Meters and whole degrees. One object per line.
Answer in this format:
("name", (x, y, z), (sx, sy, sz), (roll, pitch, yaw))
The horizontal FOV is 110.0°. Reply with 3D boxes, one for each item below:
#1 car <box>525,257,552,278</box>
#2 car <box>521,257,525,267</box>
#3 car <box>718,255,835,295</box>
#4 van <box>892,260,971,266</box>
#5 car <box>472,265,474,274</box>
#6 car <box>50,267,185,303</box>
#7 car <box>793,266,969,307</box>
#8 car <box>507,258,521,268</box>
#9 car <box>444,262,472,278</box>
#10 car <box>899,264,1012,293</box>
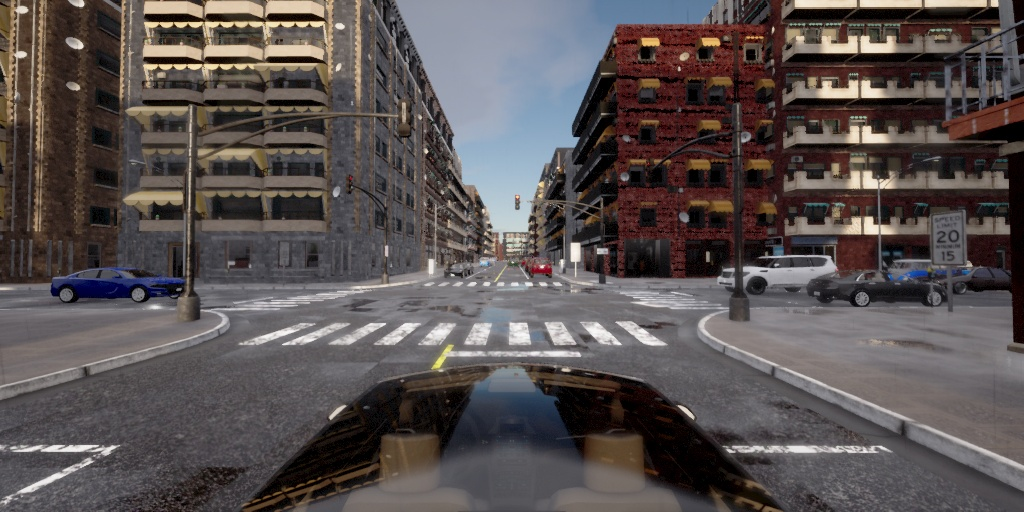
("car", (2.637, 1.077, 33.928), (2.192, 1.841, 5.009), (0, 0, 0))
("car", (2.661, 1.086, 45.051), (2.192, 1.841, 5.009), (0, 0, 0))
("car", (14.066, 0.969, 19.046), (5.566, 2.045, 2.150), (0, -1, 0))
("van", (24.946, 1.115, 21.438), (3.998, 1.789, 1.690), (0, 0, 0))
("car", (-5.232, 1.331, 39.461), (1.948, 1.339, 4.313), (0, 0, 0))
("car", (-17.582, 1.255, 16.242), (5.008, 1.535, 1.882), (0, -1, 0))
("car", (13.771, 1.185, 13.610), (4.403, 1.370, 2.007), (0, 0, 0))
("car", (0.233, 1.178, 64.447), (2.097, 1.767, 4.553), (0, 0, 0))
("car", (-5.244, 1.328, 33.900), (1.948, 1.339, 4.313), (0, 0, 0))
("car", (24.318, 1.271, 18.989), (5.357, 1.411, 2.033), (0, -1, 0))
